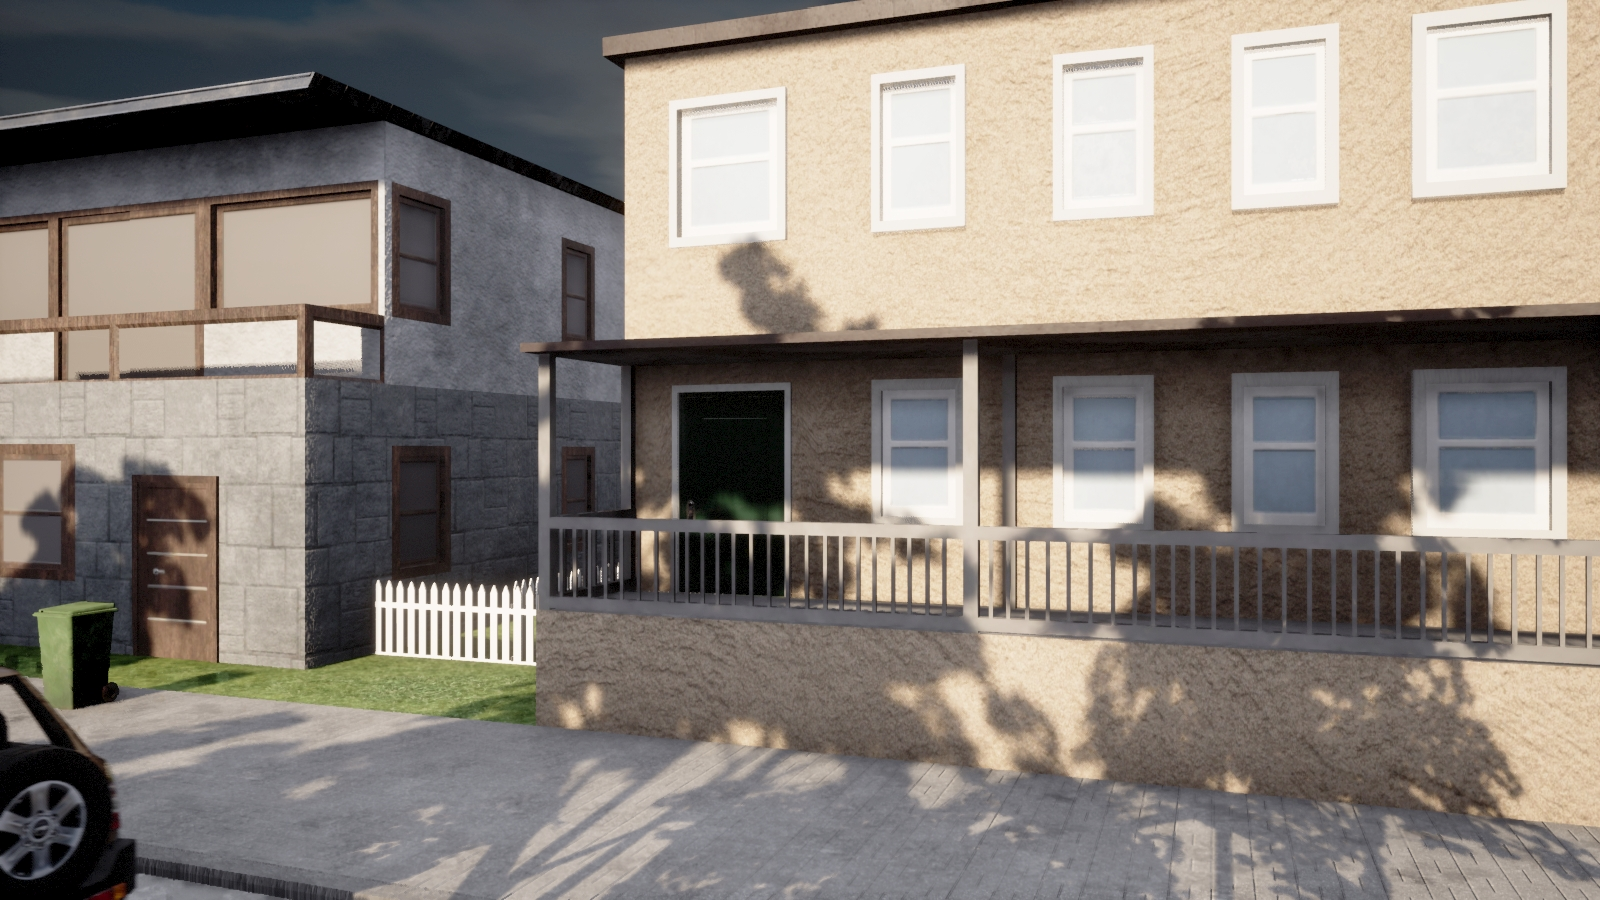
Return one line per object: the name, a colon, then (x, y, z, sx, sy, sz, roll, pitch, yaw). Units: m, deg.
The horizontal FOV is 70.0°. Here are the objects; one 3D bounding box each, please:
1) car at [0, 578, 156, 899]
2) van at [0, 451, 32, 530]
car: (-5.895, 1.647, 5.917, 4.605, 1.855, 1.932, 0, 0, 20)
van: (-27.753, 1.329, 35.973, 1.988, 2.561, 5.915, 0, 0, 20)
